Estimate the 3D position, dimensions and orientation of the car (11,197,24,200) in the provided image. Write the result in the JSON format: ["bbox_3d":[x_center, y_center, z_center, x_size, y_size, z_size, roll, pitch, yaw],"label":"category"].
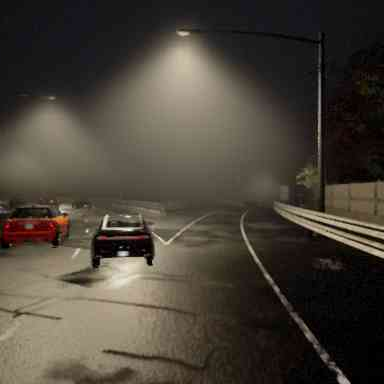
[{"bbox_3d":[-24.568,1.454,46.761,2.128,1.511,4.902,0,0,-33],"label":"car"}]

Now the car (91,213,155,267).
[{"bbox_3d":[-2.370,1.490,11.542,2.128,1.511,4.902,0,0,-11],"label":"car"}]

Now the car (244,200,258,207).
[{"bbox_3d":[11.884,2.293,68.144,1.994,1.385,4.181,0,-3,15],"label":"car"}]

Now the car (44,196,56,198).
[{"bbox_3d":[-19.275,1.325,44.918,2.097,1.767,4.553,0,0,-30],"label":"car"}]

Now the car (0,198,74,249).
[{"bbox_3d":[-6.736,1.342,14.814,2.097,1.767,4.553,0,0,-14],"label":"car"}]

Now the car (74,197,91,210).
[{"bbox_3d":[-14.612,1.487,43.866,1.837,1.490,4.892,0,0,-29],"label":"car"}]
